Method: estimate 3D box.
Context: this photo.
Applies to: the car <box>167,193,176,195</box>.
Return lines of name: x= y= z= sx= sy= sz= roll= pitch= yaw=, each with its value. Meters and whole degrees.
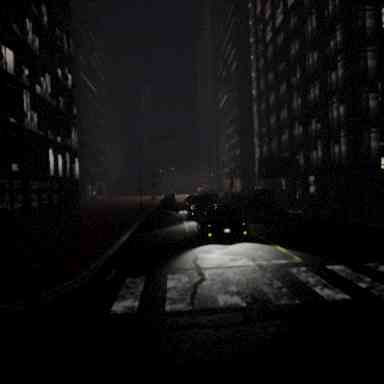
car: x=-2.448 y=1.158 z=36.565 sx=2.008 sy=1.369 sz=4.403 roll=-2 pitch=1 yaw=-3

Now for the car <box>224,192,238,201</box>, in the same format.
car: x=5.601 y=0.695 z=42.691 sx=1.887 sy=1.381 sz=4.507 roll=-2 pitch=1 yaw=-3

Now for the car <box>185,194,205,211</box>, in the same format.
car: x=0.220 y=1.036 z=35.043 sx=1.812 sy=1.442 sz=4.674 roll=-3 pitch=1 yaw=-2

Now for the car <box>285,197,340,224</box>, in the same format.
car: x=6.831 y=0.979 z=19.494 sx=1.752 sy=1.417 sz=4.829 roll=-2 pitch=1 yaw=-3

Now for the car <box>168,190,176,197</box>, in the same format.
car: x=-5.226 y=0.372 z=87.269 sx=1.967 sy=1.590 sz=4.097 roll=-2 pitch=1 yaw=-3

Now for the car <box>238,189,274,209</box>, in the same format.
car: x=6.209 y=0.612 z=31.423 sx=2.192 sy=1.841 sz=5.009 roll=-2 pitch=1 yaw=-3

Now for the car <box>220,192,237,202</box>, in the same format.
car: x=5.294 y=0.658 z=48.324 sx=1.802 sy=1.307 sz=4.206 roll=-2 pitch=1 yaw=-3

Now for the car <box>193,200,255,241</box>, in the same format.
car: x=1.301 y=1.331 z=15.262 sx=1.994 sy=1.385 sz=4.181 roll=-3 pitch=1 yaw=-3

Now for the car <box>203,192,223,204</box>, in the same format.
car: x=2.844 y=0.777 z=45.541 sx=2.033 sy=1.411 sz=5.357 roll=-3 pitch=1 yaw=-3

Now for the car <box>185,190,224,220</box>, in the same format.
car: x=0.771 y=0.996 z=24.807 sx=2.097 sy=1.767 sz=4.553 roll=-3 pitch=1 yaw=-3

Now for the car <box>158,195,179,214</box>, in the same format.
car: x=-2.139 y=1.246 z=30.932 sx=1.947 sy=1.339 sz=4.313 roll=-2 pitch=1 yaw=-3

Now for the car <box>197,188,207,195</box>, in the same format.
car: x=2.819 y=-0.212 z=93.380 sx=2.192 sy=1.841 sz=5.009 roll=-2 pitch=1 yaw=-3
